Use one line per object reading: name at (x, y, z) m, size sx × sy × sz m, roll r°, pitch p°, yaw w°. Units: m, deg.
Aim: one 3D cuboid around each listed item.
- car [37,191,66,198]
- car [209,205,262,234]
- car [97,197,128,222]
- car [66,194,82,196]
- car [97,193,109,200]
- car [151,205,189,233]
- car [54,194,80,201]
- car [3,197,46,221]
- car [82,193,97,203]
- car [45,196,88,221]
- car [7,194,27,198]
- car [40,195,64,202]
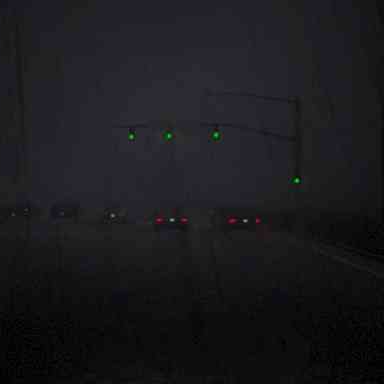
car at (-23.076, 0.935, 53.668) m, size 5.566 × 2.045 × 2.150 m, roll 0°, pitch 0°, yaw 43°
car at (2.259, 1.432, 18.548) m, size 2.033 × 1.411 × 5.357 m, roll 0°, pitch 0°, yaw -7°
car at (-5.830, 1.384, 25.024) m, size 1.812 × 1.442 × 4.674 m, roll 0°, pitch 0°, yaw -10°
car at (-21.388, 1.293, 56.872) m, size 4.718 × 1.301 × 1.895 m, roll 0°, pitch 0°, yaw 40°
car at (-17.729, 1.002, 62.976) m, size 4.553 × 1.767 × 2.097 m, roll 0°, pitch 0°, yaw 40°
car at (-1.327, 1.435, 19.015) m, size 2.033 × 1.411 × 5.357 m, roll 0°, pitch 0°, yaw -8°
car at (-25.844, 1.087, 68.776) m, size 5.357 × 1.411 × 2.033 m, roll 0°, pitch 0°, yaw 29°
car at (-13.113, 1.390, 25.865) m, size 1.812 × 1.442 × 4.674 m, roll 0°, pitch 0°, yaw -11°
car at (-19.672, 1.234, 60.015) m, size 4.181 × 1.385 × 1.994 m, roll 0°, pitch 0°, yaw 40°
car at (-9.499, 1.338, 25.615) m, size 1.882 × 1.535 × 5.008 m, roll 0°, pitch 0°, yaw -11°
car at (-28.220, 1.073, 53.485) m, size 4.553 × 1.767 × 2.097 m, roll 0°, pitch 0°, yaw 36°
car at (-27.671, 1.170, 65.790) m, size 4.718 × 1.301 × 1.895 m, roll 0°, pitch 0°, yaw 29°
